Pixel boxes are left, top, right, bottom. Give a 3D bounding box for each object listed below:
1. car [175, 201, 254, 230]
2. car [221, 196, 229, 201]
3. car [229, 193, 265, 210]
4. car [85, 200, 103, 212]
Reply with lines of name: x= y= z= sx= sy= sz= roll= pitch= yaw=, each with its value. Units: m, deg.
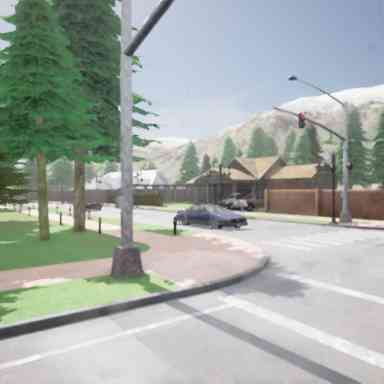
car: x=1.061 y=1.491 z=20.866 sx=2.033 sy=1.411 sz=5.357 roll=0 pitch=0 yaw=-37
car: x=4.674 y=1.080 z=36.782 sx=3.866 sy=1.878 sz=1.905 roll=0 pitch=0 yaw=-37
car: x=6.496 y=1.077 z=35.007 sx=4.605 sy=1.855 sz=1.932 roll=0 pitch=0 yaw=-37
car: x=-11.939 y=1.546 z=38.209 sx=1.895 sy=1.301 sz=4.718 roll=0 pitch=0 yaw=-37
